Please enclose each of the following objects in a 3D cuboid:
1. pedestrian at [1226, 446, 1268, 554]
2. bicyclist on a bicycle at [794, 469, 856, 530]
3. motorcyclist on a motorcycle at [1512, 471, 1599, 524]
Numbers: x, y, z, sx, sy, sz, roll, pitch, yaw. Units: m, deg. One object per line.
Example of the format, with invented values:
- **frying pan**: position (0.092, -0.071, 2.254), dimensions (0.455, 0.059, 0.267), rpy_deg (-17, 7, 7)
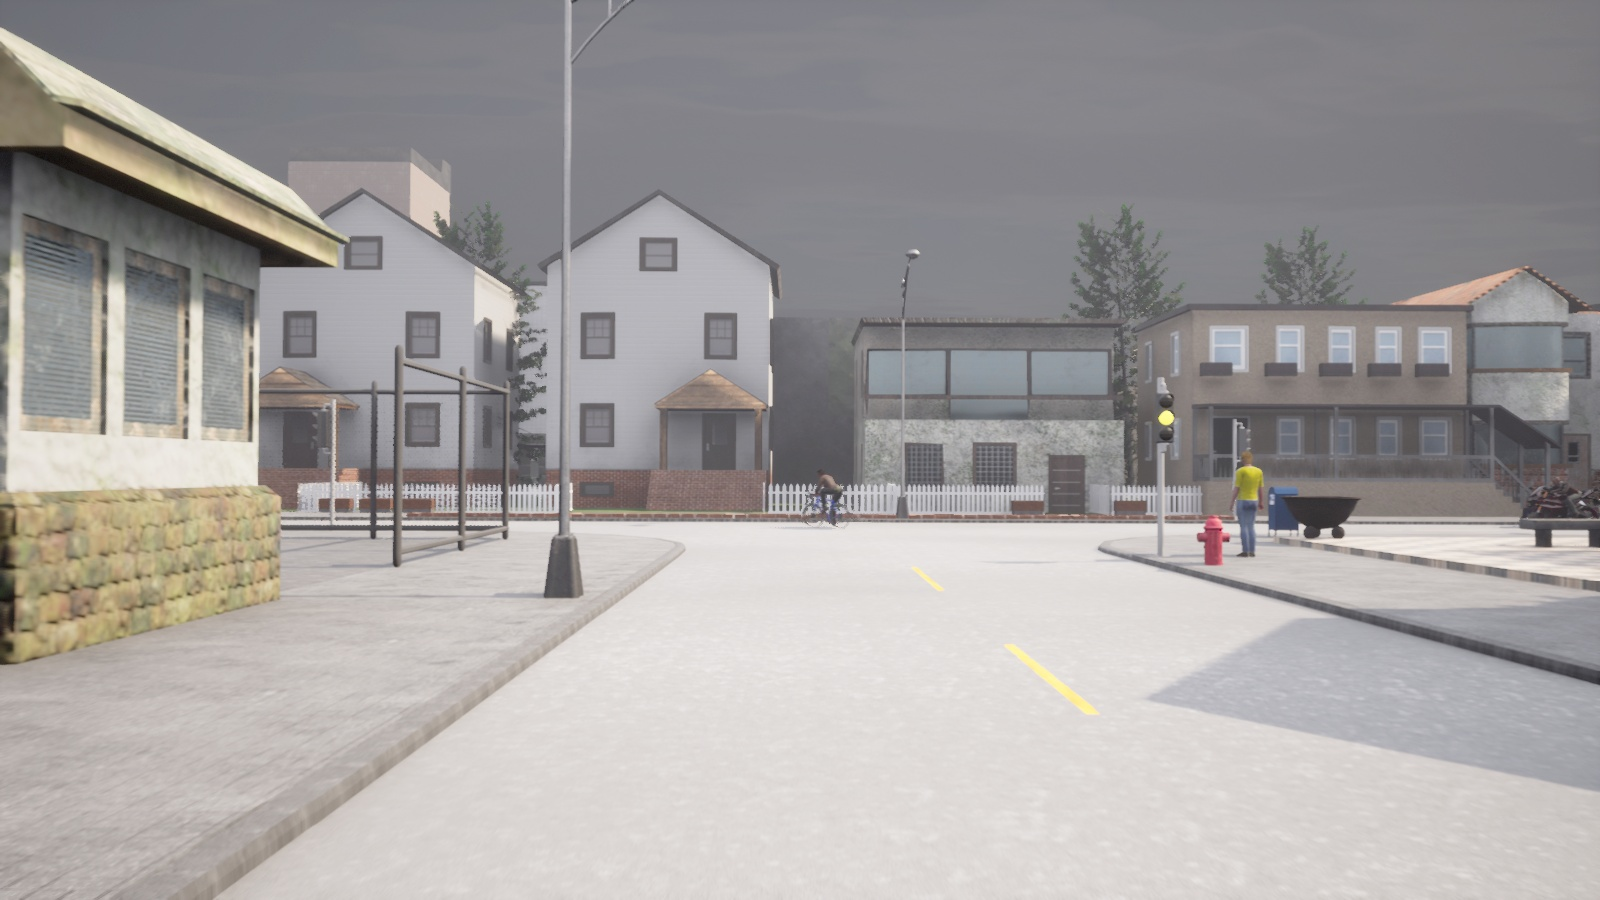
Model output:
- **pedestrian**: position (7.770, 0.855, 21.829), dimensions (0.354, 1.836, 0.706), rpy_deg (0, -1, -12)
- **bicyclist on a bicycle**: position (0.680, 1.337, 34.194), dimensions (1.656, 1.620, 0.582), rpy_deg (-1, 0, 42)
- **motorcyclist on a motorcycle**: position (22.005, 1.371, 36.415), dimensions (2.191, 1.530, 0.866), rpy_deg (0, -1, 0)
